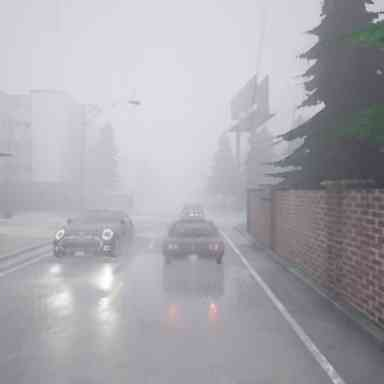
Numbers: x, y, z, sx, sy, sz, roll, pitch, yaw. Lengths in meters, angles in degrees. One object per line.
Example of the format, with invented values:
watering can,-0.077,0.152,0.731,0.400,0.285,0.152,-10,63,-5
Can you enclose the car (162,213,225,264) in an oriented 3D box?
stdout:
car,0.055,1.640,11.976,1.895,1.301,4.718,0,0,0

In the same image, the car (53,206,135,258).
car,-3.572,1.393,12.888,2.097,1.767,4.553,0,0,0

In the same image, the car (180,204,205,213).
car,0.031,1.601,25.279,2.033,1.411,5.357,0,1,1
